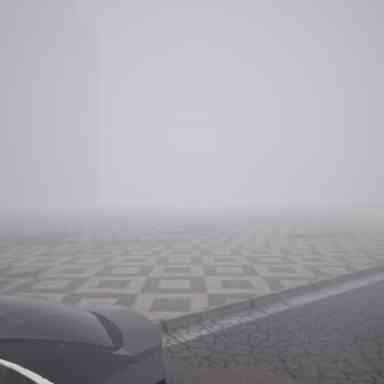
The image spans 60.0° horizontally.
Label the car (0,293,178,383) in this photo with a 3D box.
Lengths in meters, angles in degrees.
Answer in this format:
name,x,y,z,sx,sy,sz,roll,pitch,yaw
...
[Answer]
name,x,y,z,sx,sy,sz,roll,pitch,yaw
car,-2.362,1.500,1.691,4.892,1.490,1.837,0,0,-36
